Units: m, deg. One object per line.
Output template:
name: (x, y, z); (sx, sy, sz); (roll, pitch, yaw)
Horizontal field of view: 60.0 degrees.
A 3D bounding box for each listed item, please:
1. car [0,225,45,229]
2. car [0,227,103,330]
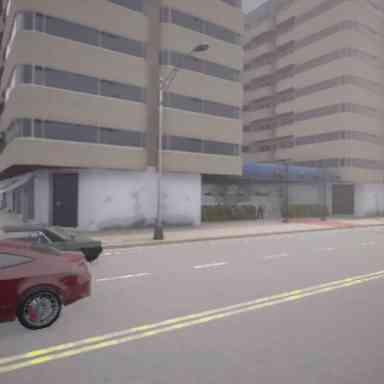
car: (-5.010, 1.600, 9.033); (4.718, 1.301, 1.895); (1, 0, -34)
car: (-4.016, 1.513, 5.385); (4.674, 1.442, 1.812); (1, 0, -36)
